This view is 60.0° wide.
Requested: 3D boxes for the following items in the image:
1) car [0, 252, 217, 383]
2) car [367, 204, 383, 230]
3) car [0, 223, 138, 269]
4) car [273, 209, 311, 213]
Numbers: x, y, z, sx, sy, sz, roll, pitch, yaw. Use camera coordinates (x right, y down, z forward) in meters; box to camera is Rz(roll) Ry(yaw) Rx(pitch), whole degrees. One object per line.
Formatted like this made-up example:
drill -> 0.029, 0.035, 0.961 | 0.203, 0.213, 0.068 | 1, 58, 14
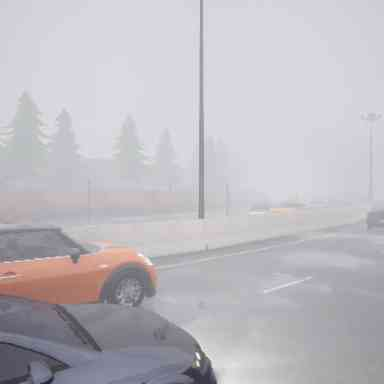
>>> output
car -> -1.813, 1.564, 2.614 | 4.181, 1.385, 1.994 | 0, 0, -36
car -> 12.256, 1.479, 20.443 | 1.882, 1.535, 5.008 | 0, 0, 41
car -> -2.922, 1.353, 6.155 | 4.553, 1.767, 2.097 | 0, 0, -37
car -> 7.719, 1.479, 26.087 | 1.882, 1.535, 5.008 | 0, 0, 40
